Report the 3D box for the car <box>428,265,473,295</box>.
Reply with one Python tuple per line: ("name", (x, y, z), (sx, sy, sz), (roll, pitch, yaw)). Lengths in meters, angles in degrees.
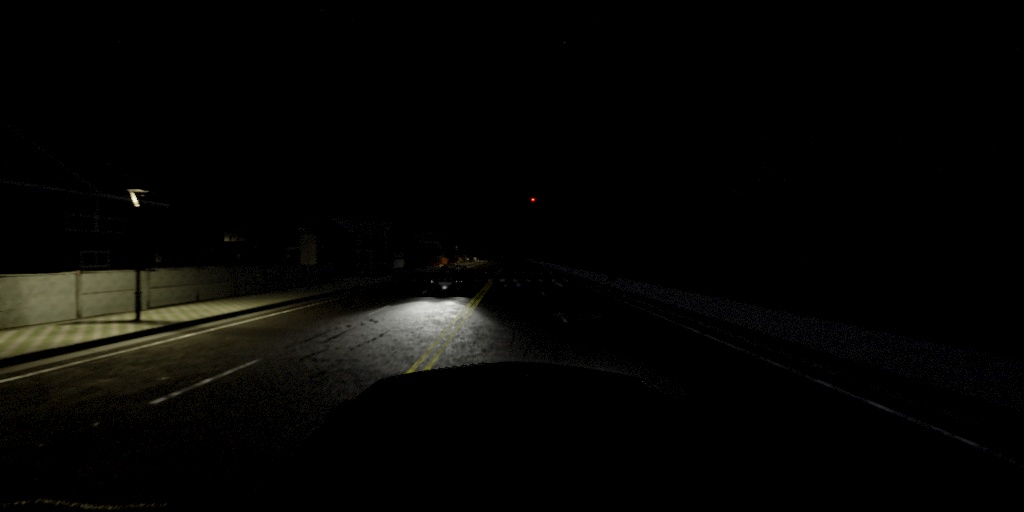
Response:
("car", (-3.237, 1.251, 19.706), (2.128, 1.511, 4.902), (0, 0, 0))
